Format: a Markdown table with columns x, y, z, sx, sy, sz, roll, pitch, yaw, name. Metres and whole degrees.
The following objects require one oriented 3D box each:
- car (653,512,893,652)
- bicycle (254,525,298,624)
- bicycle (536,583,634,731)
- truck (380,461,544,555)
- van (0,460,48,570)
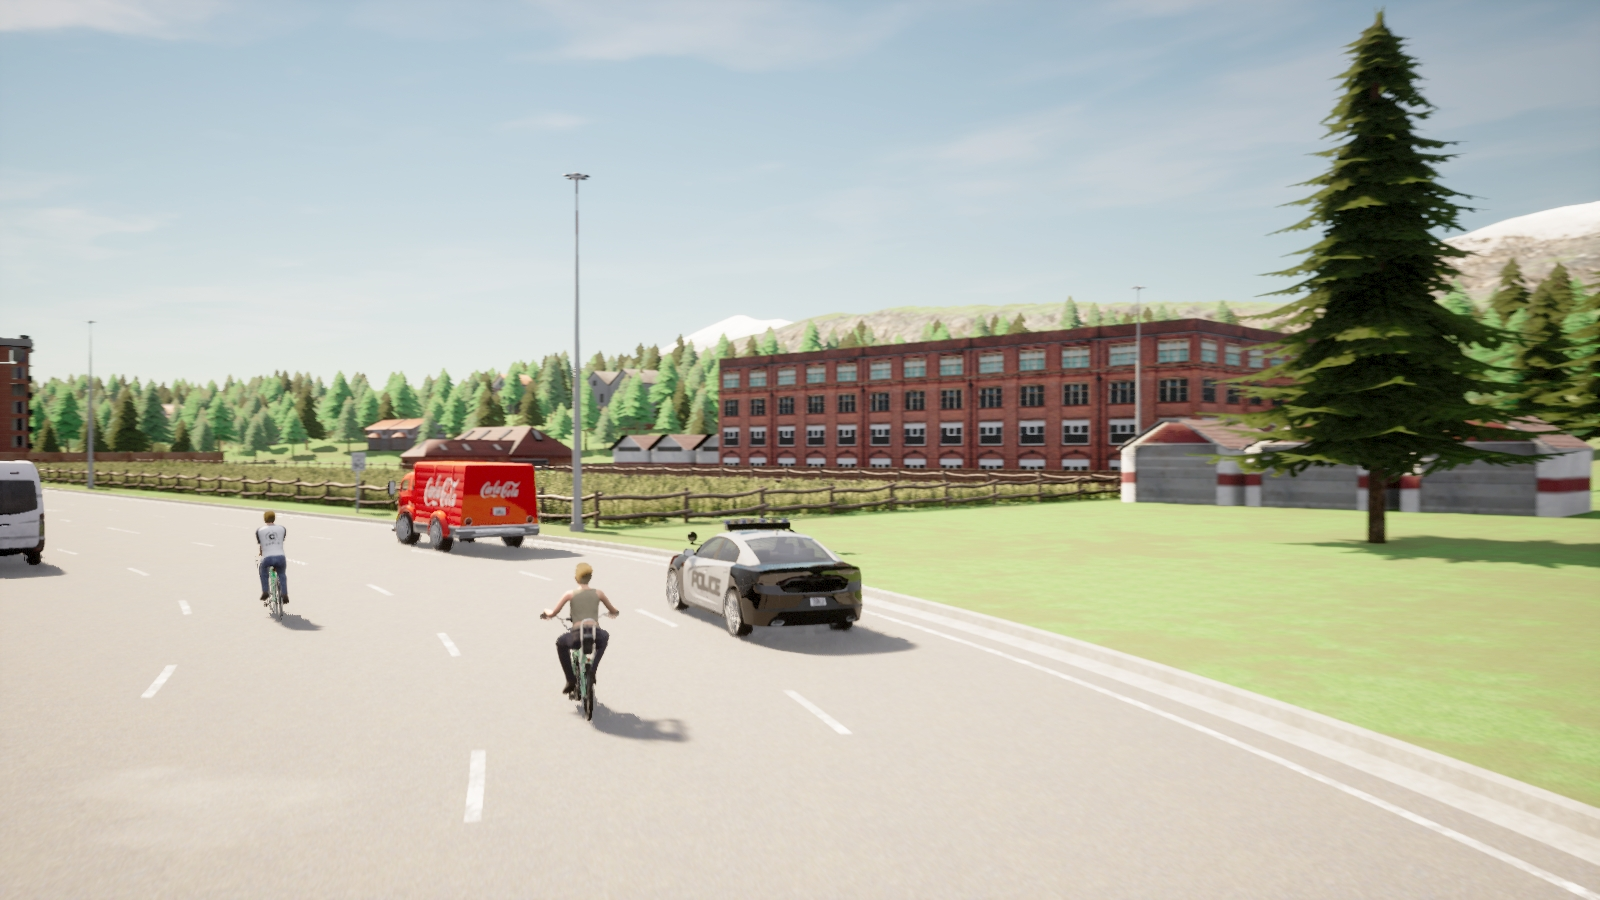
| x | y | z | sx | sy | sz | roll | pitch | yaw | name |
| --- | --- | --- | --- | --- | --- | --- | --- | --- | --- |
| -0.647 | 1.983 | 18.655 | 2.097 | 1.638 | 5.238 | 0 | 0 | -23 | car |
| -8.842 | 2.064 | 19.256 | 0.373 | 1.496 | 1.643 | -4 | 2 | -31 | bicycle |
| -2.328 | 2.160 | 12.230 | 0.859 | 1.276 | 1.487 | 0 | 0 | -17 | bicycle |
| -9.906 | 1.577 | 33.215 | 2.627 | 2.467 | 5.204 | 1 | -1 | -41 | truck |
| -20.818 | 1.553 | 29.073 | 1.988 | 2.561 | 5.915 | 0 | 0 | -41 | van |
